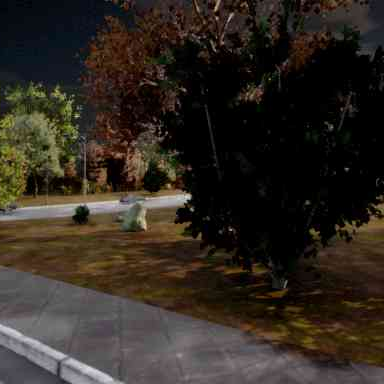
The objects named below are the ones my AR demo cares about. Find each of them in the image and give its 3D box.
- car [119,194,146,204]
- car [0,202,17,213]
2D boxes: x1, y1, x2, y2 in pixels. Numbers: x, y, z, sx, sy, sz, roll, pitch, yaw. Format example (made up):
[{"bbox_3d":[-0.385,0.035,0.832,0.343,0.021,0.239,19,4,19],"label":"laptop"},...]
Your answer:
[{"bbox_3d":[-8.877,1.028,49.636,1.994,1.385,4.181,0,3,39],"label":"car"},{"bbox_3d":[-21.019,1.530,34.697,2.128,1.511,4.902,0,1,39],"label":"car"}]
